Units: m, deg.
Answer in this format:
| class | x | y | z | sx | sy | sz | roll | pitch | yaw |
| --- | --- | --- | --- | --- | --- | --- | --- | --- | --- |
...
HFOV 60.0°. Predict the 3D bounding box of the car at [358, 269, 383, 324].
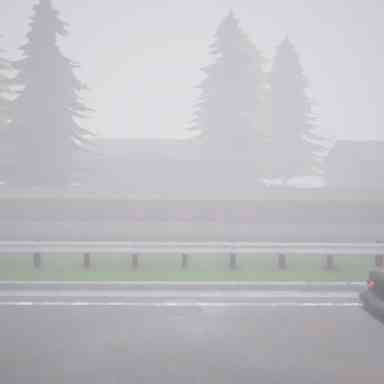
| class | x | y | z | sx | sy | sz | roll | pitch | yaw |
| --- | --- | --- | --- | --- | --- | --- | --- | --- | --- |
| car | 5.478 | 1.603 | 4.967 | 5.357 | 1.411 | 2.033 | 0 | 0 | -1 |
